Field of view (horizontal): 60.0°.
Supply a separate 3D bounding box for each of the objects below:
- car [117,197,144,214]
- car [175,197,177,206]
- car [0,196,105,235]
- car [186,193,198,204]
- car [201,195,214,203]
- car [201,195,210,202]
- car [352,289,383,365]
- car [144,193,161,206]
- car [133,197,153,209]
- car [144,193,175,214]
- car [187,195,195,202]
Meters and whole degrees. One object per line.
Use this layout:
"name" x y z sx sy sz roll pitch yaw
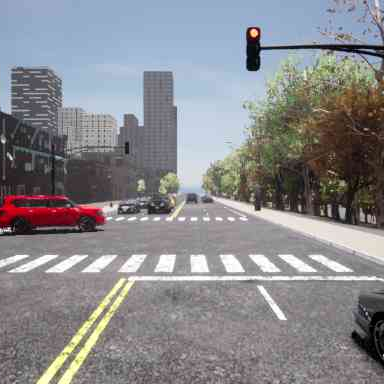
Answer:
"car" -6.661 1.480 35.573 2.128 1.511 4.902 0 0 0
"car" -3.425 1.462 45.898 1.882 1.535 5.008 0 0 0
"car" -7.783 1.225 18.768 5.566 2.045 2.150 -1 1 -17
"car" -0.027 1.197 65.386 2.150 2.045 5.566 0 0 0
"car" 3.223 1.539 65.880 1.994 1.385 4.181 0 0 0
"car" 3.103 1.447 75.908 1.882 1.535 5.008 0 0 0
"car" 3.345 1.547 2.563 2.033 1.411 5.357 0 0 0
"car" -6.694 1.201 56.663 2.150 2.045 5.566 0 0 1
"car" -6.675 1.476 45.974 2.128 1.511 4.902 0 0 0
"car" -3.421 1.210 35.900 2.150 2.045 5.566 0 0 1
"car" -0.150 1.494 75.814 1.812 1.442 4.674 0 0 0
